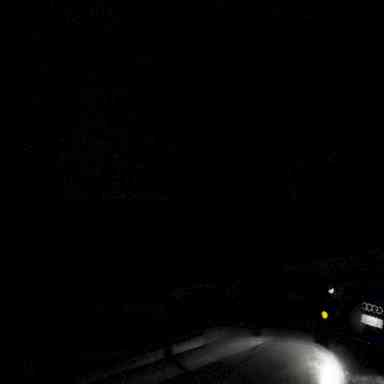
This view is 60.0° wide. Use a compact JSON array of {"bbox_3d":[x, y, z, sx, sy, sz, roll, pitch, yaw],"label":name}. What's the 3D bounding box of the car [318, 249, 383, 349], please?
[{"bbox_3d":[4.051,1.563,5.651,4.181,1.385,1.994,0,0,-35],"label":"car"}]
